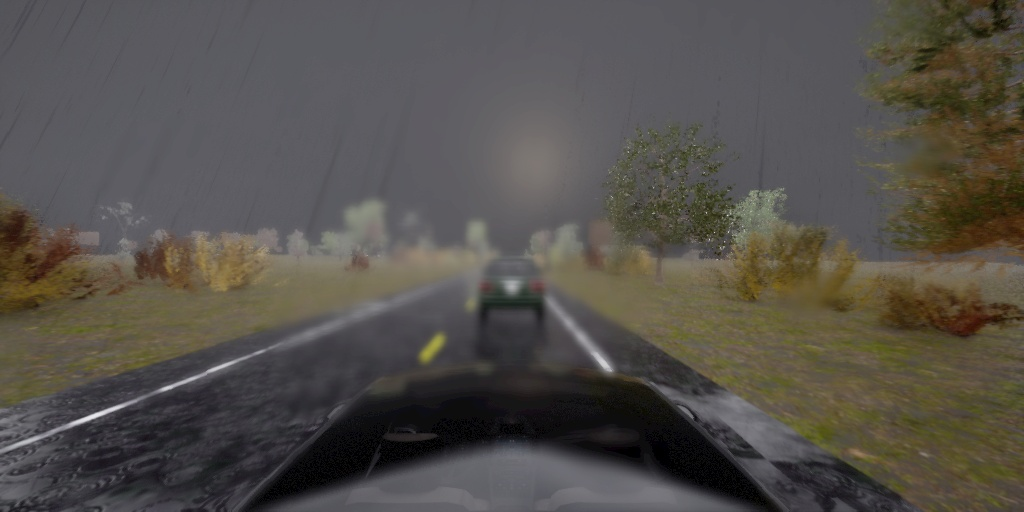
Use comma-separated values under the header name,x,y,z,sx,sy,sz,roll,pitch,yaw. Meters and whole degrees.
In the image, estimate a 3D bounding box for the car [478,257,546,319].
name,x,y,z,sx,sy,sz,roll,pitch,yaw
car,0.031,1.046,13.269,2.150,2.045,5.566,0,0,1

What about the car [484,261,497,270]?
name,x,y,z,sx,sy,sz,roll,pitch,yaw
car,-3.572,1.561,60.815,1.882,1.535,5.008,0,0,0
